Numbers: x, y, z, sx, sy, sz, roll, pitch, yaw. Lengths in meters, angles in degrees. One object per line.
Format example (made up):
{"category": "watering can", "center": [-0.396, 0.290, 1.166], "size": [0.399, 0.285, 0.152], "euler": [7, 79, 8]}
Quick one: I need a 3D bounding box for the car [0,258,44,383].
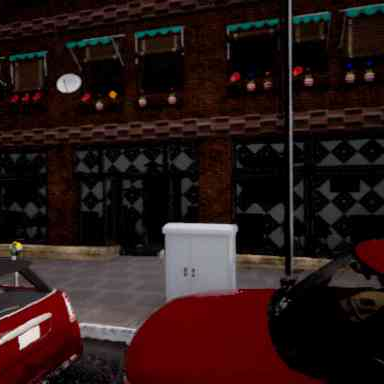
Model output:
{"category": "car", "center": [-3.468, 1.483, 3.796], "size": [4.097, 1.590, 1.967], "euler": [-1, 1, 16]}

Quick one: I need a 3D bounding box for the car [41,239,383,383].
{"category": "car", "center": [1.874, 1.268, 2.307], "size": [5.009, 1.841, 2.192], "euler": [-1, 1, 16]}
